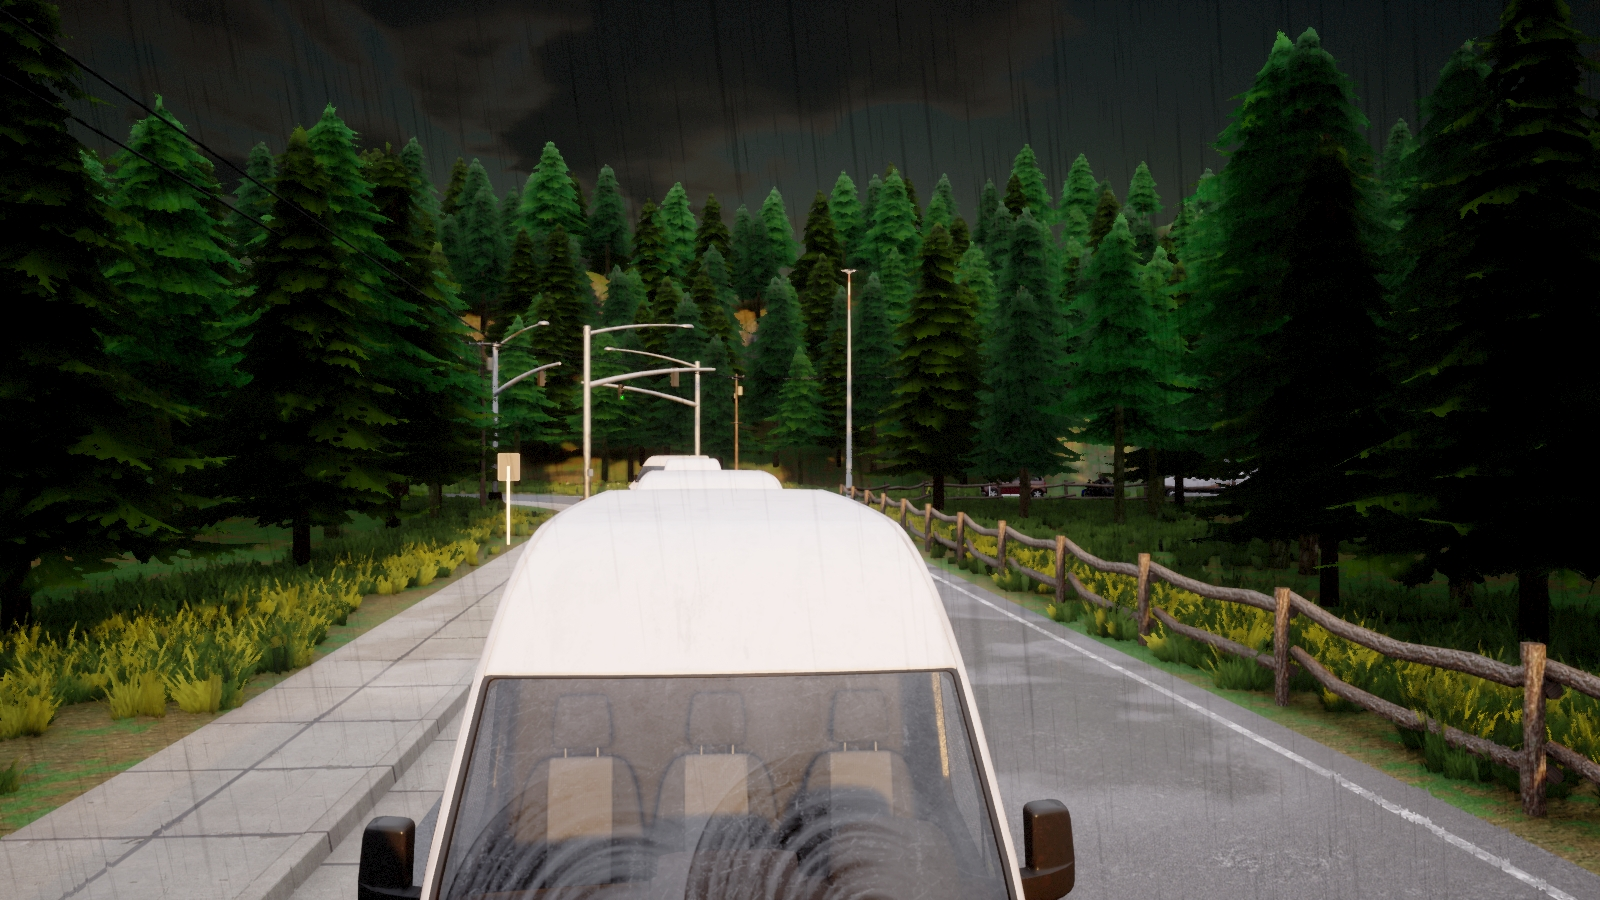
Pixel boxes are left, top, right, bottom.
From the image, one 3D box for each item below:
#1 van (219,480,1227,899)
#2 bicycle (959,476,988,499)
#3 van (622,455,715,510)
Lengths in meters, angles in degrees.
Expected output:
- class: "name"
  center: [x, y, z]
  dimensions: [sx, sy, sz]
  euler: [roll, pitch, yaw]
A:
- class: "van"
  center: [-0.357, 1.499, 5.207]
  dimensions: [1.988, 2.561, 5.915]
  euler: [0, 0, -5]
- class: "bicycle"
  center: [9.912, 2.158, 65.252]
  dimensions: [1.487, 1.276, 0.859]
  euler: [0, 0, -6]
- class: "van"
  center: [-6.344, 1.515, 56.009]
  dimensions: [1.988, 2.561, 5.915]
  euler: [0, 0, 22]
